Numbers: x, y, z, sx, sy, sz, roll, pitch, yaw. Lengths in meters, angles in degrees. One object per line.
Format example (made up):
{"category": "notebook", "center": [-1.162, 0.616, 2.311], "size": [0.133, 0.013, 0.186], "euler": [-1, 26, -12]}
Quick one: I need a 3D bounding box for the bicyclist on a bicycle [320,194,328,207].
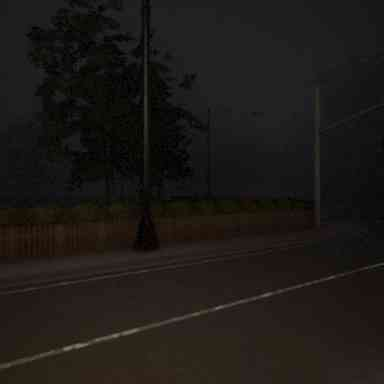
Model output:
{"category": "bicyclist on a bicycle", "center": [16.988, 1.130, 42.767], "size": [1.656, 1.620, 0.582], "euler": [0, 0, -35]}

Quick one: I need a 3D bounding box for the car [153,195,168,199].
{"category": "car", "center": [-5.740, 1.053, 56.461], "size": [1.812, 1.442, 4.674], "euler": [0, 0, -35]}
